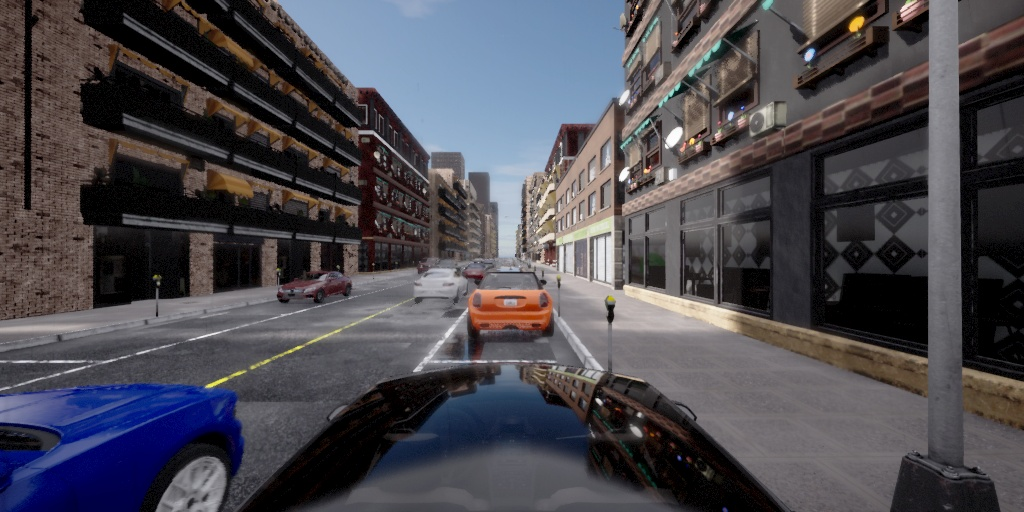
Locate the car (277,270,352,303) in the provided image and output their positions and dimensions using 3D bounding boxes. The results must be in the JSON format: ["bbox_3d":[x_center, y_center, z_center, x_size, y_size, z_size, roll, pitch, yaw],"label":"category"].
[{"bbox_3d":[-8.837,1.333,16.462,1.802,1.307,4.207,0,0,0],"label":"car"}]

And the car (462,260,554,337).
[{"bbox_3d":[-0.032,1.103,10.469,2.097,1.767,4.553,0,0,0],"label":"car"}]

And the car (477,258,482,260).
[{"bbox_3d":[-3.052,1.240,47.756,2.128,1.511,4.902,0,0,0],"label":"car"}]

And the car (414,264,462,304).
[{"bbox_3d":[-3.145,1.276,16.344,1.812,1.442,4.674,0,0,0],"label":"car"}]

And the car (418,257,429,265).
[{"bbox_3d":[-8.837,1.064,39.007,2.192,1.841,5.009,0,0,0],"label":"car"}]

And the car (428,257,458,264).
[{"bbox_3d":[-6.238,1.102,34.361,2.097,1.767,4.553,0,0,0],"label":"car"}]

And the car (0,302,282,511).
[{"bbox_3d":[-3.057,1.227,0.781,1.882,1.535,5.008,0,0,0],"label":"car"}]

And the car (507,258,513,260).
[{"bbox_3d":[-0.456,1.275,39.173,1.751,1.417,4.829,0,0,0],"label":"car"}]
